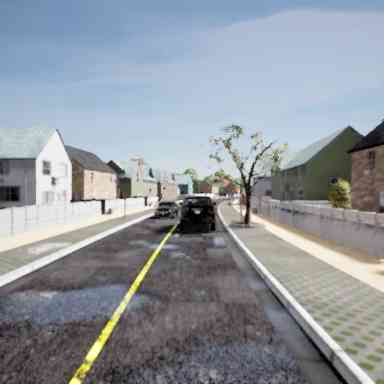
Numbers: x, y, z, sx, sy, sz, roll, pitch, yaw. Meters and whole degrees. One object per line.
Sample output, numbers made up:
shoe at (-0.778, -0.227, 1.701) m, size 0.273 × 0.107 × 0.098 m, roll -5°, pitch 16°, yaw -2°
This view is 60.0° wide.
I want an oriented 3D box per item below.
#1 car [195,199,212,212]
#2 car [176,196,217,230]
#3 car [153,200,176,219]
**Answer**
car at (1.398, 1.557, 39.914) m, size 1.812 × 1.442 × 4.674 m, roll 0°, pitch 0°, yaw 4°
car at (0.389, 1.238, 21.294) m, size 2.150 × 2.045 × 5.566 m, roll 0°, pitch 0°, yaw 2°
car at (-2.204, 1.528, 29.491) m, size 1.837 × 1.490 × 4.892 m, roll 0°, pitch 0°, yaw 3°
